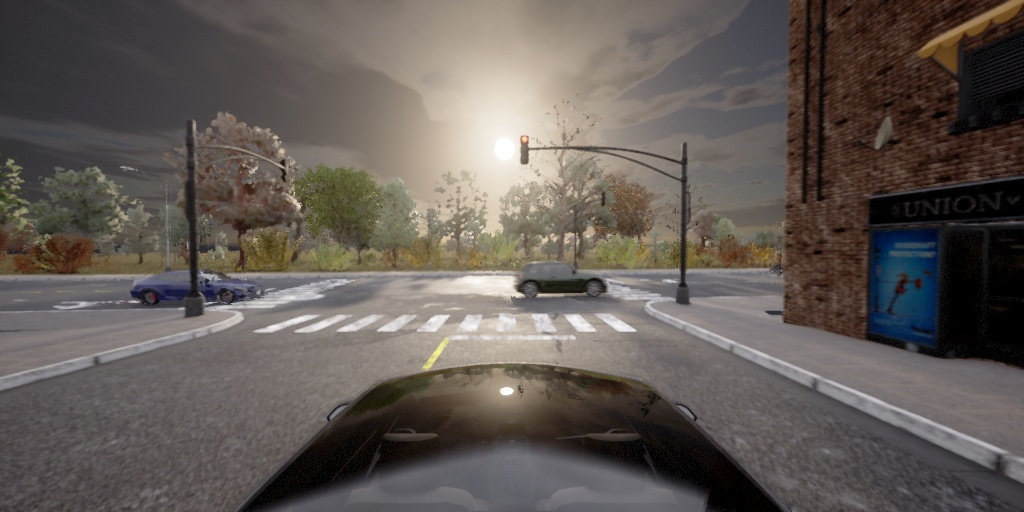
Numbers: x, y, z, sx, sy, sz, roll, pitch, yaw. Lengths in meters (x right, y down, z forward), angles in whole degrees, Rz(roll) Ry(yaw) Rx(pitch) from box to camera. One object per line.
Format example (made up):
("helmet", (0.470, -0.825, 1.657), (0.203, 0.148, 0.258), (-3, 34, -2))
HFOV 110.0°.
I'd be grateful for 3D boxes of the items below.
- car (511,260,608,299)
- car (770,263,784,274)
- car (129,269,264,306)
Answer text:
("car", (2.295, 1.031, 17.512), (4.553, 1.767, 2.097), (0, 1, -8))
("car", (25.219, 0.861, 30.905), (5.357, 1.411, 2.033), (0, 2, -9))
("car", (-13.448, 1.315, 15.457), (4.674, 1.442, 1.812), (1, 1, -7))
